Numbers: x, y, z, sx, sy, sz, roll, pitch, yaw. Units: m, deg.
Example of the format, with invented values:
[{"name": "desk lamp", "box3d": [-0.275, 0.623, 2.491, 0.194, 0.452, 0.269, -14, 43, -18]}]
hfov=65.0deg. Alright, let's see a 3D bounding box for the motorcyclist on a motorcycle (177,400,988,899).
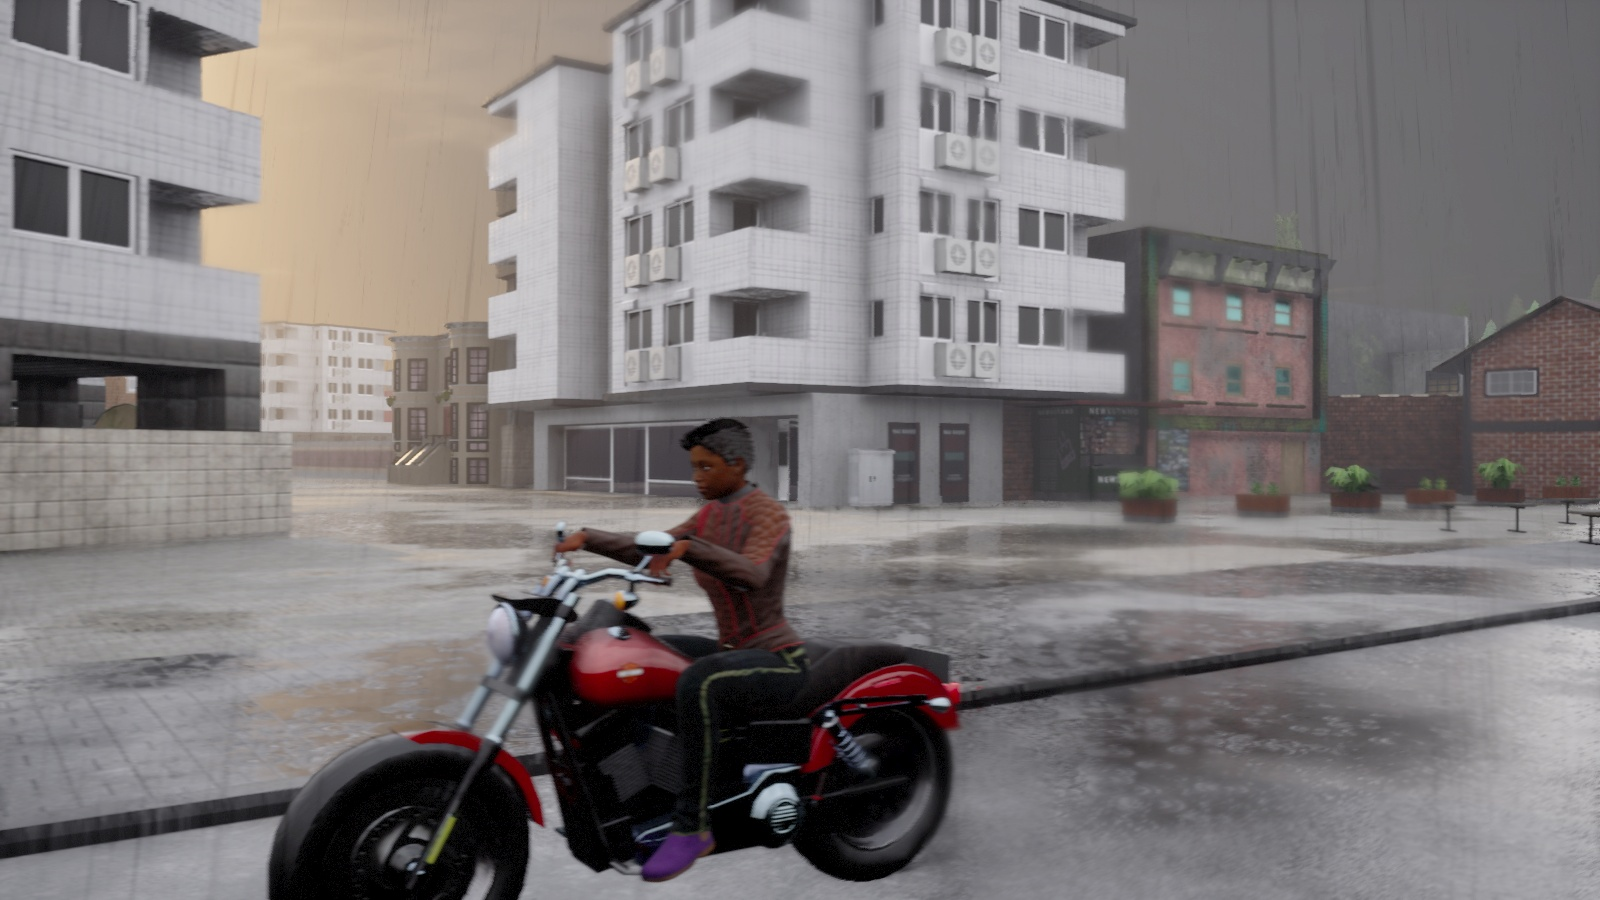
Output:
[{"name": "motorcyclist on a motorcycle", "box3d": [-0.559, 0.706, 3.874, 2.350, 1.649, 0.766, 0, 0, -34]}]
